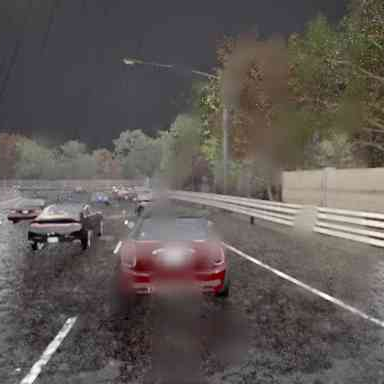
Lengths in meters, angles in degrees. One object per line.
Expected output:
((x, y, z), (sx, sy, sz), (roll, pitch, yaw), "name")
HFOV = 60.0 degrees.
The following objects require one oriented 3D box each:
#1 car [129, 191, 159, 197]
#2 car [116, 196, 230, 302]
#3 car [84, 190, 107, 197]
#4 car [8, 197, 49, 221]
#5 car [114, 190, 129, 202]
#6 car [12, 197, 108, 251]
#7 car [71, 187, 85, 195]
((-3.162, 0.847, 24.089), (2.128, 1.511, 4.902), (0, 2, -13), "car")
((-0.506, 1.134, 7.992), (2.097, 1.767, 4.553), (0, 2, -5), "car")
((-9.860, 0.626, 34.880), (2.033, 1.411, 5.357), (-1, 2, -19), "car")
((-9.249, 1.028, 19.869), (2.033, 1.411, 5.357), (0, 2, -12), "car")
((-8.484, 0.436, 41.054), (1.812, 1.442, 4.674), (-1, 2, -21), "car")
((-4.509, 1.162, 12.445), (2.128, 1.511, 4.902), (0, 2, -7), "car")
((-22.052, -0.182, 65.016), (1.812, 1.442, 4.674), (-1, 2, -36), "car")
